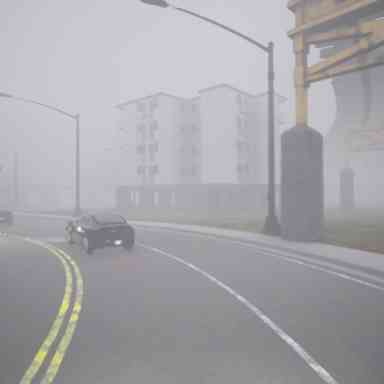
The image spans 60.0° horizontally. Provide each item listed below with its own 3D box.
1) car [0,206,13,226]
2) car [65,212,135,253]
[{"bbox_3d":[-15.438,1.760,25.352,5.008,1.535,1.882,0,0,40],"label":"car"},{"bbox_3d":[-4.130,1.655,14.561,1.837,1.490,4.892,0,0,-34],"label":"car"}]
